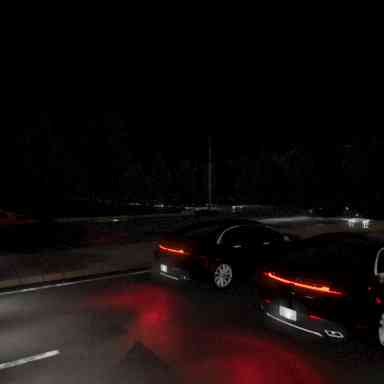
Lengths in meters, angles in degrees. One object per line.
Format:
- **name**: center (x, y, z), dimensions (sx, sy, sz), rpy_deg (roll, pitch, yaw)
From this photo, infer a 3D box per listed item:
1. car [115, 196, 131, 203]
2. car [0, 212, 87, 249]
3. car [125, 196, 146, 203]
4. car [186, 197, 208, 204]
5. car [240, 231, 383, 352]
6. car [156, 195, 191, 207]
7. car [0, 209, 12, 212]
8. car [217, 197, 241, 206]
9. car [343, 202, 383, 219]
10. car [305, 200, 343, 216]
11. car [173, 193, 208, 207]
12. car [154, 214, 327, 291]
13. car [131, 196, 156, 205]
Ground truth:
- **car**: center (-14.131, 1.490, 66.311), dimensions (2.128, 1.511, 4.902), rpy_deg (0, 0, -35)
- **car**: center (-6.828, 1.601, 13.248), dimensions (4.718, 1.301, 1.895), rpy_deg (0, 0, -35)
- **car**: center (-11.764, 1.538, 69.062), dimensions (2.033, 1.411, 5.357), rpy_deg (0, 0, -35)
- **car**: center (0.910, 1.599, 63.065), dimensions (1.895, 1.301, 4.718), rpy_deg (0, 0, -35)
- **car**: center (3.368, 1.505, 6.200), dimensions (4.892, 1.490, 1.837), rpy_deg (0, 0, -35)
- **car**: center (-2.869, 1.546, 50.104), dimensions (2.033, 1.411, 5.357), rpy_deg (0, 0, -35)
- **car**: center (-9.979, 1.477, 15.298), dimensions (5.008, 1.535, 1.882), rpy_deg (0, 0, -35)
- **car**: center (6.124, 1.524, 55.603), dimensions (1.812, 1.442, 4.674), rpy_deg (0, 0, -35)
- **car**: center (15.962, 1.546, 29.277), dimensions (5.357, 1.411, 2.033), rpy_deg (0, 0, -35)
- **car**: center (12.682, 1.490, 31.264), dimensions (4.902, 1.511, 2.128), rpy_deg (0, 0, -35)
- **car**: center (-0.105, 1.220, 52.242), dimensions (2.150, 2.045, 5.566), rpy_deg (0, 0, -36)
- **car**: center (1.336, 1.505, 9.049), dimensions (4.892, 1.490, 1.837), rpy_deg (0, 0, -35)
- **car**: center (-8.360, 1.600, 57.968), dimensions (1.895, 1.301, 4.718), rpy_deg (0, 0, -35)
